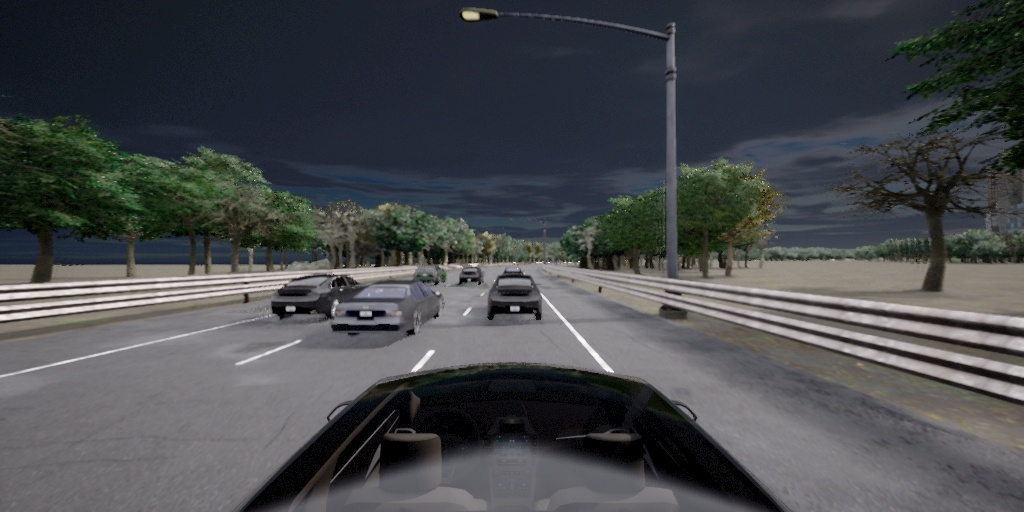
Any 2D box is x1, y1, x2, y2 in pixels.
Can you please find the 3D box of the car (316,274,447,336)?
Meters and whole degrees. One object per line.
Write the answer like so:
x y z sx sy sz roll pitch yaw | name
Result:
-3.406 1.436 10.880 2.033 1.411 5.357 0 -1 0 | car

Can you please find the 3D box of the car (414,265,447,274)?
-6.906 1.532 30.553 2.097 1.767 4.553 0 -1 0 | car

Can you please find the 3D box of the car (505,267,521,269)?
0.093 1.674 30.782 2.128 1.511 4.902 0 -1 0 | car

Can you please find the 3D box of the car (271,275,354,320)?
-6.906 1.435 13.616 1.837 1.490 4.892 0 -1 0 | car

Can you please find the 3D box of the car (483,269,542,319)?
0.094 1.434 13.679 1.837 1.490 4.892 0 -1 0 | car

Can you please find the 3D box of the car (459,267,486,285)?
-3.406 1.690 30.942 1.837 1.490 4.892 0 -1 0 | car
